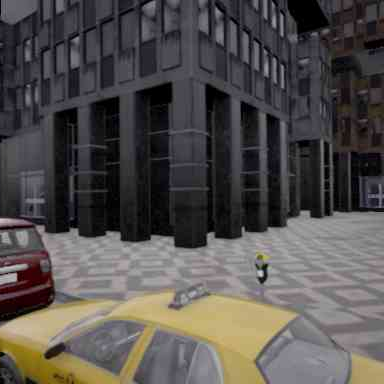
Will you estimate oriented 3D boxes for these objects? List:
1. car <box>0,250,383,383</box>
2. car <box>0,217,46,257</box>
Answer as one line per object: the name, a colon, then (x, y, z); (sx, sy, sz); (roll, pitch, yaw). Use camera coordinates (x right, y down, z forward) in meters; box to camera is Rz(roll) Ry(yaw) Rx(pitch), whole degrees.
car: (-0.231, 1.543, 3.133); (4.829, 1.417, 1.752); (-1, -1, 36)
car: (-4.653, 1.384, 6.291); (5.009, 1.841, 2.192); (-1, -1, 36)
